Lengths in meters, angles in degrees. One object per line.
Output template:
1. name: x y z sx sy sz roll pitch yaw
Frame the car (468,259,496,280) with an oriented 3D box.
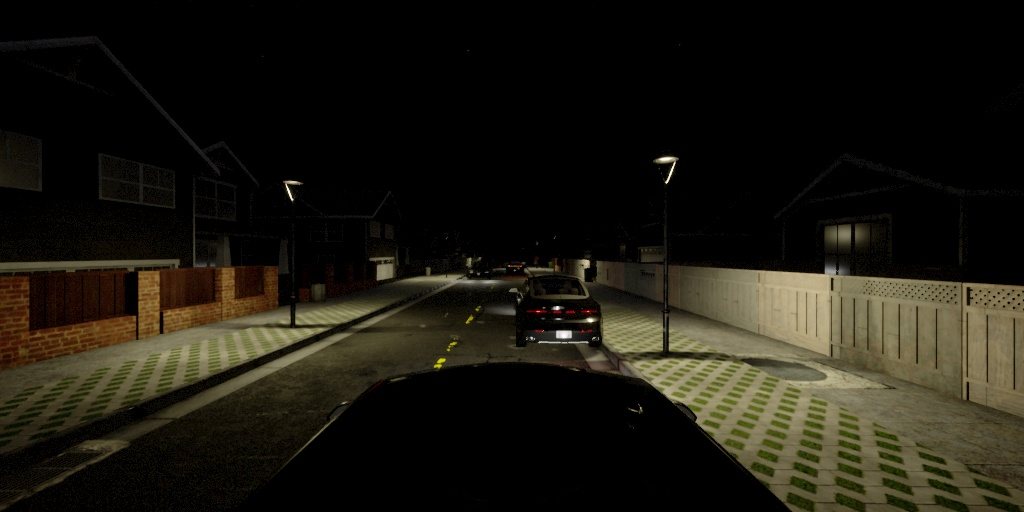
1. car: -2.659 1.223 31.100 1.837 1.490 4.892 0 0 0

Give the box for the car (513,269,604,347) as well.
1. car: 1.010 1.251 9.265 1.837 1.490 4.892 0 0 0

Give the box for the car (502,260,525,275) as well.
1. car: 0.311 1.198 37.573 2.128 1.511 4.902 0 0 1

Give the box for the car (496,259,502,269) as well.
1. car: -2.397 1.152 56.374 1.882 1.535 5.008 0 0 0
